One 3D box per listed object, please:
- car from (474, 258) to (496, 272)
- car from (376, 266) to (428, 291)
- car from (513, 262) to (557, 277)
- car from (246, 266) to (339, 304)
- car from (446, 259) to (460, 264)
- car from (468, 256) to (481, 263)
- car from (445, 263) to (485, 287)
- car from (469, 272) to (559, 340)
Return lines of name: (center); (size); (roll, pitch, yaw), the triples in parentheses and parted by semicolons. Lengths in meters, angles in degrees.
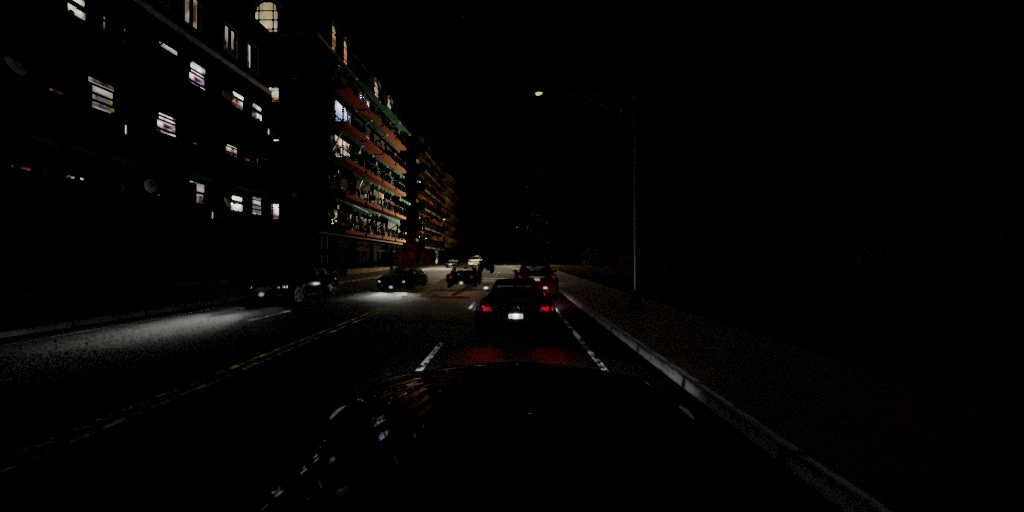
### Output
car: (-3.115, 1.255, 43.759); (1.837, 1.490, 4.892); (0, 0, 0)
car: (-6.585, 1.300, 22.159); (2.033, 1.411, 5.357); (0, 0, 0)
car: (1.150, 1.103, 18.596); (2.097, 1.767, 4.553); (0, 0, 0)
car: (-9.839, 1.243, 16.531); (2.128, 1.511, 4.902); (0, 0, 0)
car: (-9.781, 1.242, 59.485); (2.128, 1.511, 4.902); (0, 0, 0)
car: (-6.504, 0.970, 63.786); (2.150, 2.045, 5.566); (0, 0, 1)
car: (-3.133, 1.353, 24.396); (1.895, 1.301, 4.718); (0, 0, 0)
car: (0.101, 1.315, 10.017); (1.994, 1.385, 4.181); (0, 0, 0)
